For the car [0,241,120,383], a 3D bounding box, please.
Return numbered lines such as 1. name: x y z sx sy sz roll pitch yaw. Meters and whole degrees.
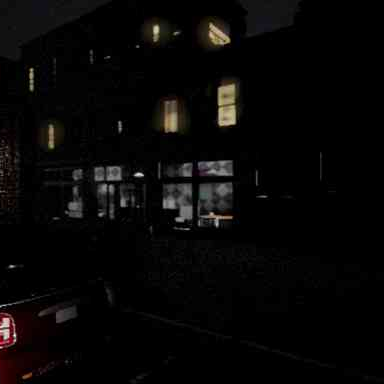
1. car: -3.056 1.481 5.048 4.097 1.590 1.967 -1 0 35
